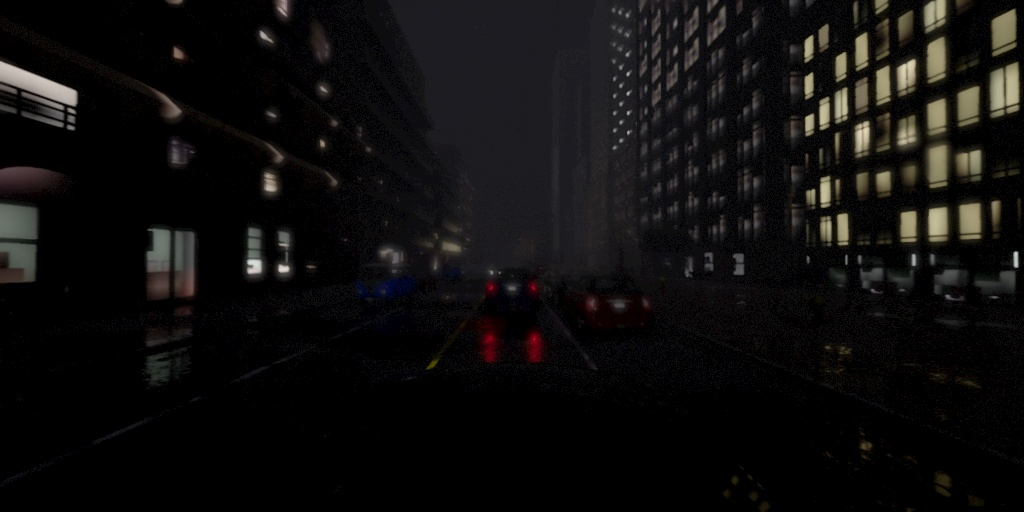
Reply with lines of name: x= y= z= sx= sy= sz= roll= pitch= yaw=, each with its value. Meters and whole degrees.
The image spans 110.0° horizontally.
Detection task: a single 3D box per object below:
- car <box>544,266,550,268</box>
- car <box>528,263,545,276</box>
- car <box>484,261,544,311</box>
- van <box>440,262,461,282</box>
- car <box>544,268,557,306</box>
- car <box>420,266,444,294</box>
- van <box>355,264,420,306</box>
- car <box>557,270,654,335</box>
car: x=2.699 y=1.510 z=21.946 sx=2.007 sy=1.370 sz=4.403 roll=0 pitch=0 yaw=0
car: x=3.163 y=1.729 z=46.734 sx=1.837 sy=1.490 sz=4.892 roll=0 pitch=-1 yaw=0
car: x=0.023 y=1.241 z=15.280 sx=2.097 sy=1.767 sz=4.553 roll=0 pitch=-1 yaw=0
van: x=-5.678 y=1.416 z=32.994 sx=1.690 sy=1.789 sz=3.998 roll=0 pitch=0 yaw=0
car: x=2.697 y=1.452 z=16.423 sx=2.007 sy=1.370 sz=4.403 roll=0 pitch=0 yaw=0
car: x=-5.682 y=1.504 z=21.949 sx=1.888 sy=1.381 sz=4.507 roll=0 pitch=0 yaw=0
van: x=-5.684 y=1.243 z=16.427 sx=1.690 sy=1.789 sz=3.998 roll=0 pitch=0 yaw=0
car: x=2.695 y=1.285 z=10.900 sx=1.967 sy=1.591 sz=4.097 roll=0 pitch=0 yaw=0
